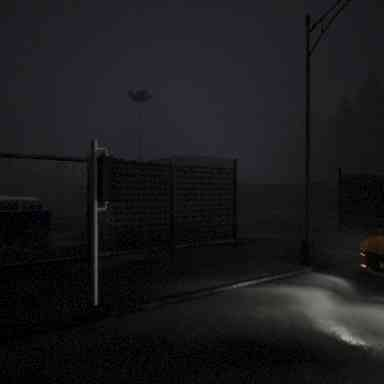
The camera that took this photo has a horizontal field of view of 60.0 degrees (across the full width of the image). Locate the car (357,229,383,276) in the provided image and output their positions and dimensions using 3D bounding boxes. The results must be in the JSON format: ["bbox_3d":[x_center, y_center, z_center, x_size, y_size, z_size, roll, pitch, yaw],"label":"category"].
[{"bbox_3d":[6.590,1.477,9.302,5.008,1.535,1.882,0,0,-35],"label":"car"}]
